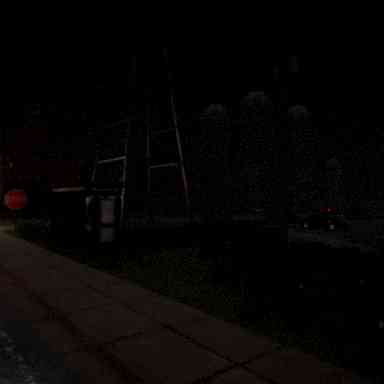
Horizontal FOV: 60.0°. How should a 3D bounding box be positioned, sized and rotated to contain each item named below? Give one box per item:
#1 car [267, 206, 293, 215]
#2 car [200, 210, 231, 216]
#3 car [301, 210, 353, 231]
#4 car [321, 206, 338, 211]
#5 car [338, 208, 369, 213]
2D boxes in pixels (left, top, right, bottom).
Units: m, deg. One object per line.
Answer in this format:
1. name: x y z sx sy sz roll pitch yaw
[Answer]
1. car: 12.682 3.032 48.093 1.905 1.878 3.866 2 -2 -40
2. car: 2.709 2.801 39.004 1.816 1.474 4.193 2 -2 -40
3. car: 11.882 2.647 29.907 1.784 1.438 3.905 2 -2 -40
4. car: 27.661 3.718 66.058 5.566 2.045 2.150 2 -2 -40
5. car: 31.236 3.944 63.613 2.242 1.667 4.611 2 -2 -40
